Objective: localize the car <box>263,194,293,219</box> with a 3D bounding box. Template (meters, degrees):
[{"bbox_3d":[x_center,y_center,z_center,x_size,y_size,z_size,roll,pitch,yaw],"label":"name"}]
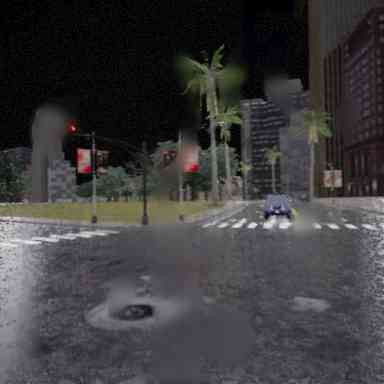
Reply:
[{"bbox_3d":[7.552,1.238,29.413,2.150,2.045,5.566,-1,0,15],"label":"car"}]

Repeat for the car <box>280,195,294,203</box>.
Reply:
[{"bbox_3d":[19.571,1.415,68.402,2.128,1.511,4.902,-1,0,9],"label":"car"}]

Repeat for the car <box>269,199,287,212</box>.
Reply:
[{"bbox_3d":[10.070,1.564,39.116,1.994,1.385,4.181,-1,0,13],"label":"car"}]

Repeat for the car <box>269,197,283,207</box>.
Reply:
[{"bbox_3d":[12.892,1.543,51.051,1.994,1.385,4.181,-1,0,13],"label":"car"}]

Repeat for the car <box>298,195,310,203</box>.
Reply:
[{"bbox_3d":[22.677,1.327,67.285,1.837,1.490,4.892,-1,0,9],"label":"car"}]
